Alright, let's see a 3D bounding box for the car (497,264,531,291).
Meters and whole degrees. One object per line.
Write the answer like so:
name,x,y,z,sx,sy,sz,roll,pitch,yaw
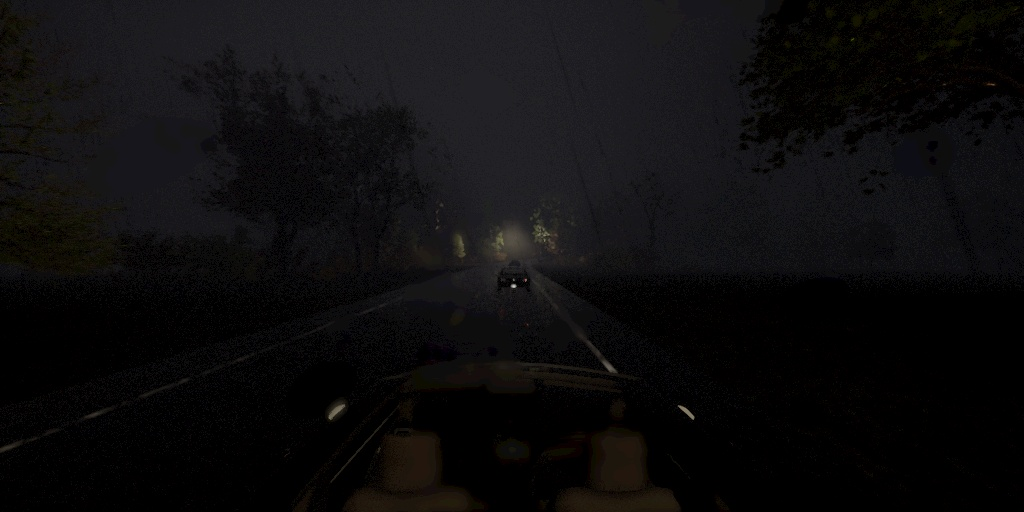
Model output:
car,0.103,1.352,21.846,1.895,1.301,4.718,0,0,0
